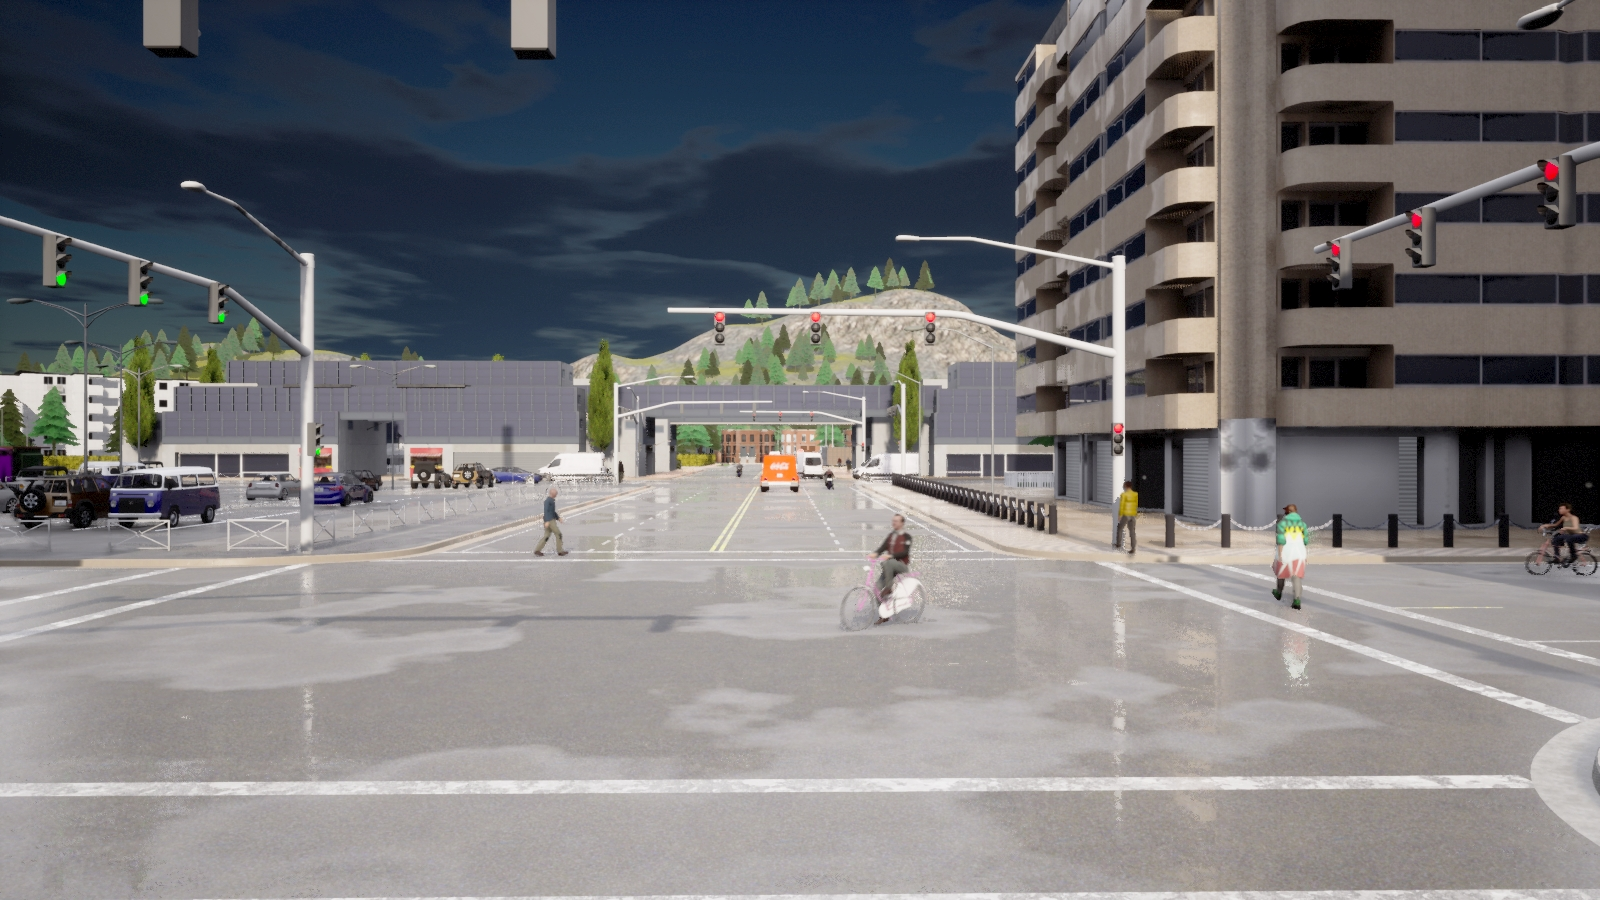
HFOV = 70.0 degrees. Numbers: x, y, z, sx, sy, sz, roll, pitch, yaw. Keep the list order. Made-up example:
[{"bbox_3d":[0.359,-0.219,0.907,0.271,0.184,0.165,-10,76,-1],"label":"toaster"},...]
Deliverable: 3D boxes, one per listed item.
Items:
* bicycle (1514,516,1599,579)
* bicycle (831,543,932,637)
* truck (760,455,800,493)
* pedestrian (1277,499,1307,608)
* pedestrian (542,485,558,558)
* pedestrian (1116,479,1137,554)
[{"bbox_3d":[16.457,2.102,24.697,1.487,1.276,0.859,0,0,4],"label":"bicycle"},{"bbox_3d":[1.285,2.129,17.654,1.835,1.271,0.329,0,2,-41],"label":"bicycle"},{"bbox_3d":[-1.366,1.564,77.071,2.627,2.467,5.204,0,0,-1],"label":"truck"},{"bbox_3d":[8.606,1.804,19.994,0.375,1.860,0.375,0,0,3],"label":"pedestrian"},{"bbox_3d":[-6.467,1.834,29.581,0.375,1.860,0.375,0,0,-8],"label":"pedestrian"},{"bbox_3d":[8.126,1.646,28.462,0.375,1.860,0.375,0,0,-13],"label":"pedestrian"}]
